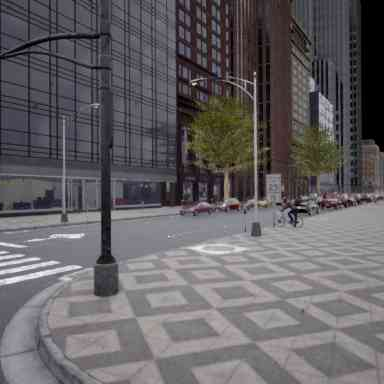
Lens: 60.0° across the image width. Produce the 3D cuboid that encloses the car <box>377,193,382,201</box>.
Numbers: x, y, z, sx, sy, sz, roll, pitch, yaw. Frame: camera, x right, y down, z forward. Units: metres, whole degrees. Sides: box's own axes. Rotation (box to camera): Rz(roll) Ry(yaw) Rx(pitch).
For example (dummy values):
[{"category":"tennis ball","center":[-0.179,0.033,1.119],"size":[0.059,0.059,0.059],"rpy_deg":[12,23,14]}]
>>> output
[{"category":"car","center":[42.718,1.359,77.925],"size":[1.802,1.307,4.206],"rpy_deg":[-1,0,35]}]

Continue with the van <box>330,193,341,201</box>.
[{"category":"van","center":[35.701,1.186,82.771],"size":[1.690,1.788,3.998],"rpy_deg":[-1,0,35]}]

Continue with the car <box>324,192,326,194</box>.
[{"category":"car","center":[22.260,1.052,52.739],"size":[2.150,2.045,5.566],"rpy_deg":[-1,0,35]}]

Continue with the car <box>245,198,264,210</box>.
[{"category":"car","center":[6.926,1.495,40.961],"size":[1.802,1.307,4.206],"rpy_deg":[0,0,35]}]

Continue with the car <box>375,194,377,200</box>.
[{"category":"car","center":[36.421,1.302,68.776],"size":[1.752,1.417,4.829],"rpy_deg":[-1,0,35]}]

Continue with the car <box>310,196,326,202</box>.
[{"category":"car","center":[26.112,1.418,68.834],"size":[1.947,1.339,4.313],"rpy_deg":[0,0,35]}]

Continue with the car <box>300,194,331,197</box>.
[{"category":"car","center":[16.572,1.339,44.474],"size":[2.128,1.511,4.902],"rpy_deg":[-1,0,35]}]

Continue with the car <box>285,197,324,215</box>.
[{"category":"car","center":[10.747,1.424,31.478],"size":[1.947,1.339,4.313],"rpy_deg":[0,0,35]}]

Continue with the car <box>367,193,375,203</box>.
[{"category":"car","center":[33.127,1.099,63.993],"size":[2.192,1.841,5.009],"rpy_deg":[0,0,35]}]

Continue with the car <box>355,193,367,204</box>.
[{"category":"car","center":[26.732,1.118,54.702],"size":[2.192,1.841,5.009],"rpy_deg":[0,0,35]}]

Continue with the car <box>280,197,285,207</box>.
[{"category":"car","center":[13.320,1.456,50.252],"size":[1.947,1.339,4.313],"rpy_deg":[0,0,35]}]

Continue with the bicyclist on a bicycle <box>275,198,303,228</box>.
[{"category":"bicyclist on a bicycle","center":[5.315,1.177,18.363],"size":[1.656,1.620,0.582],"rpy_deg":[-1,0,35]}]

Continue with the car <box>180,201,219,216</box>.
[{"category":"car","center":[0.531,1.525,31.670],"size":[1.802,1.307,4.206],"rpy_deg":[0,0,35]}]

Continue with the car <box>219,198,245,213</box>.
[{"category":"car","center":[3.727,1.367,36.315],"size":[1.967,1.590,4.097],"rpy_deg":[0,0,35]}]

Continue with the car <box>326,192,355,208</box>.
[{"category":"car","center":[20.337,1.137,45.413],"size":[2.192,1.841,5.009],"rpy_deg":[0,0,35]}]

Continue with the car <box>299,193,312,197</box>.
[{"category":"car","center":[19.715,1.416,59.543],"size":[1.887,1.381,4.507],"rpy_deg":[0,0,35]}]

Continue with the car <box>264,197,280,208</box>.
[{"category":"car","center":[10.026,1.426,45.466],"size":[1.752,1.417,4.829],"rpy_deg":[0,0,35]}]

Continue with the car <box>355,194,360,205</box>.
[{"category":"car","center":[23.535,1.378,50.057],"size":[1.947,1.339,4.313],"rpy_deg":[0,0,35]}]

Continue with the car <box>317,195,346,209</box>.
[{"category":"car","center":[17.141,1.377,40.768],"size":[1.887,1.381,4.507],"rpy_deg":[0,0,35]}]
